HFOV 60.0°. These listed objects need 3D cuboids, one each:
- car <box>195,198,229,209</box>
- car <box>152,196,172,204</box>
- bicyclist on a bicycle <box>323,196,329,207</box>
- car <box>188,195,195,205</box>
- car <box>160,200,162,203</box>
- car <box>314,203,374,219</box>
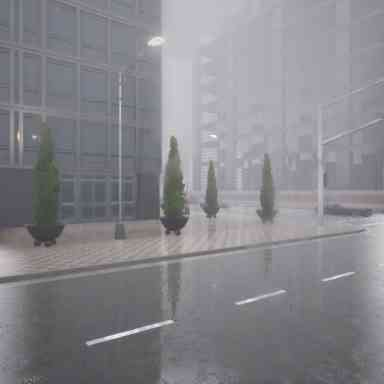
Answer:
[{"bbox_3d":[2.934,1.581,44.512,1.812,1.442,4.674,0,0,-36],"label":"car"},{"bbox_3d":[-6.312,1.560,69.161,1.837,1.490,4.892,0,0,-36],"label":"car"},{"bbox_3d":[17.854,1.356,44.381,1.656,1.620,0.582,0,0,-36],"label":"bicyclist on a bicycle"},{"bbox_3d":[-1.005,1.407,61.995,2.097,1.767,4.553,0,0,-36],"label":"car"},{"bbox_3d":[-3.829,1.547,59.927,2.128,1.511,4.902,0,0,-36],"label":"car"},{"bbox_3d":[13.692,1.656,30.108,1.895,1.301,4.718,0,0,-40],"label":"car"}]
